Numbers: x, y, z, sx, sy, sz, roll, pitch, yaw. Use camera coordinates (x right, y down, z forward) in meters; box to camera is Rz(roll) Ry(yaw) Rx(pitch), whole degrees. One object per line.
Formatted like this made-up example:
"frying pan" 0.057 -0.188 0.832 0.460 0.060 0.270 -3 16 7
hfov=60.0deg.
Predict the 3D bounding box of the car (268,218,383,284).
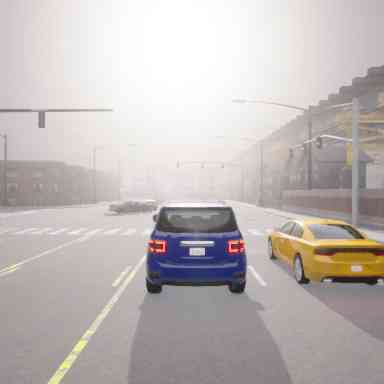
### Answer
"car" 3.565 1.502 9.667 1.882 1.535 5.008 0 0 0

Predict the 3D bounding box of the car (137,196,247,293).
"car" 0.065 1.236 9.041 2.150 2.045 5.566 0 0 -1

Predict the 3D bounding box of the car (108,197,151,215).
"car" -6.158 1.579 35.126 5.357 1.411 2.033 0 0 -43

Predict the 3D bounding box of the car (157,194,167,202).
"car" -6.995 1.441 77.908 2.097 1.767 4.553 0 0 0
